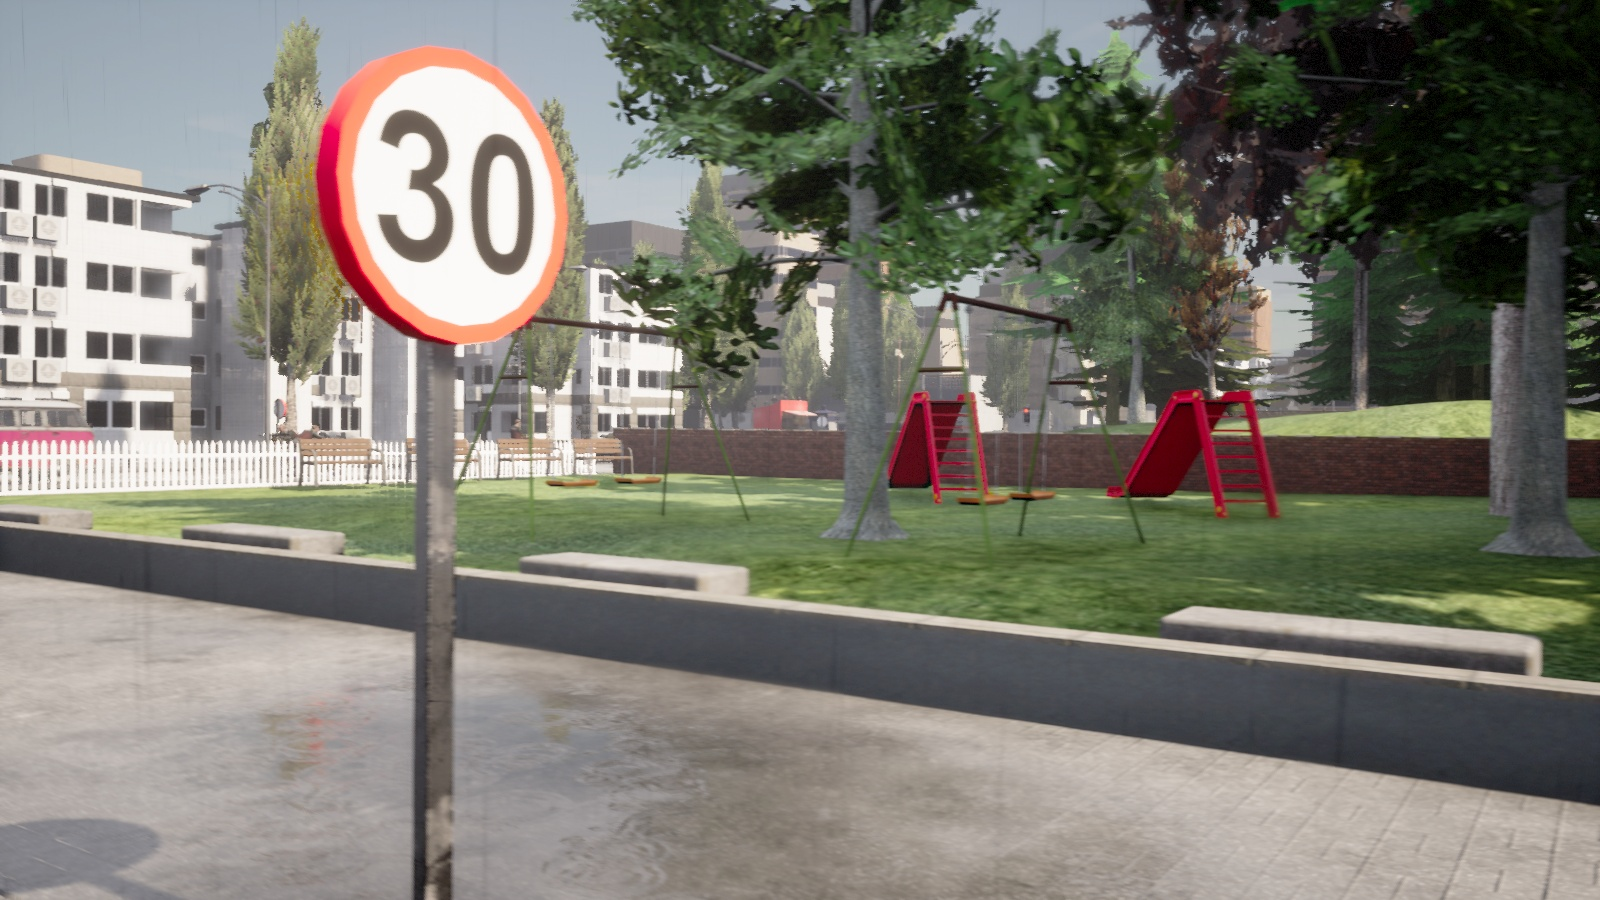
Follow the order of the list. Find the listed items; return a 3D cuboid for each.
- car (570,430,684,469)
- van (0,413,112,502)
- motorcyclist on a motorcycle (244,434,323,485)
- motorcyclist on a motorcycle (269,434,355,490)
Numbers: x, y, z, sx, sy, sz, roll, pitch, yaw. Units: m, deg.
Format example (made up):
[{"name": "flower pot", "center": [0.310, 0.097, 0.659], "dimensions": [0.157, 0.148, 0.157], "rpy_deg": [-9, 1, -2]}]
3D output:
[{"name": "car", "center": [-7.232, -0.049, 52.972], "dimensions": [1.882, 1.535, 5.008], "rpy_deg": [0, 1, 34]}, {"name": "van", "center": [-18.524, 0.168, 28.842], "dimensions": [1.775, 1.987, 4.442], "rpy_deg": [0, 1, 33]}, {"name": "motorcyclist on a motorcycle", "center": [-16.224, 0.274, 39.496], "dimensions": [0.866, 1.530, 2.191], "rpy_deg": [0, 1, 34]}, {"name": "motorcyclist on a motorcycle", "center": [-13.885, 0.315, 35.795], "dimensions": [0.866, 1.530, 2.191], "rpy_deg": [0, 1, 34]}]
